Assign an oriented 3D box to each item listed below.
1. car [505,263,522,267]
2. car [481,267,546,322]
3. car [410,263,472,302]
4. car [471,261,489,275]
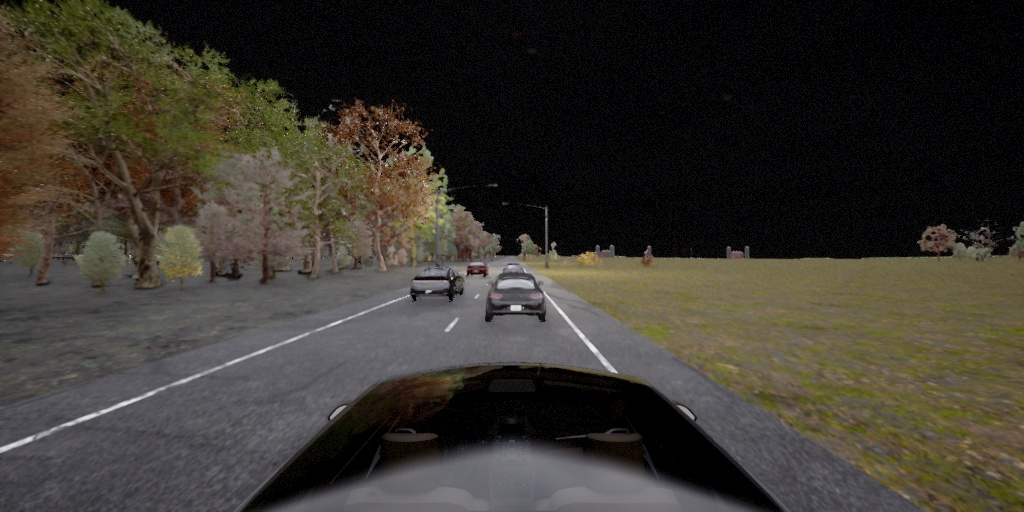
[{"bbox_3d":[0.106,1.324,30.179,2.033,1.411,5.357,0,0,0],"label":"car"},{"bbox_3d":[0.120,1.285,12.292,1.812,1.442,4.674,0,0,0],"label":"car"},{"bbox_3d":[-3.389,1.255,16.983,2.128,1.511,4.902,0,0,0],"label":"car"},{"bbox_3d":[-3.376,1.260,35.956,1.882,1.535,5.008,0,0,0],"label":"car"}]
